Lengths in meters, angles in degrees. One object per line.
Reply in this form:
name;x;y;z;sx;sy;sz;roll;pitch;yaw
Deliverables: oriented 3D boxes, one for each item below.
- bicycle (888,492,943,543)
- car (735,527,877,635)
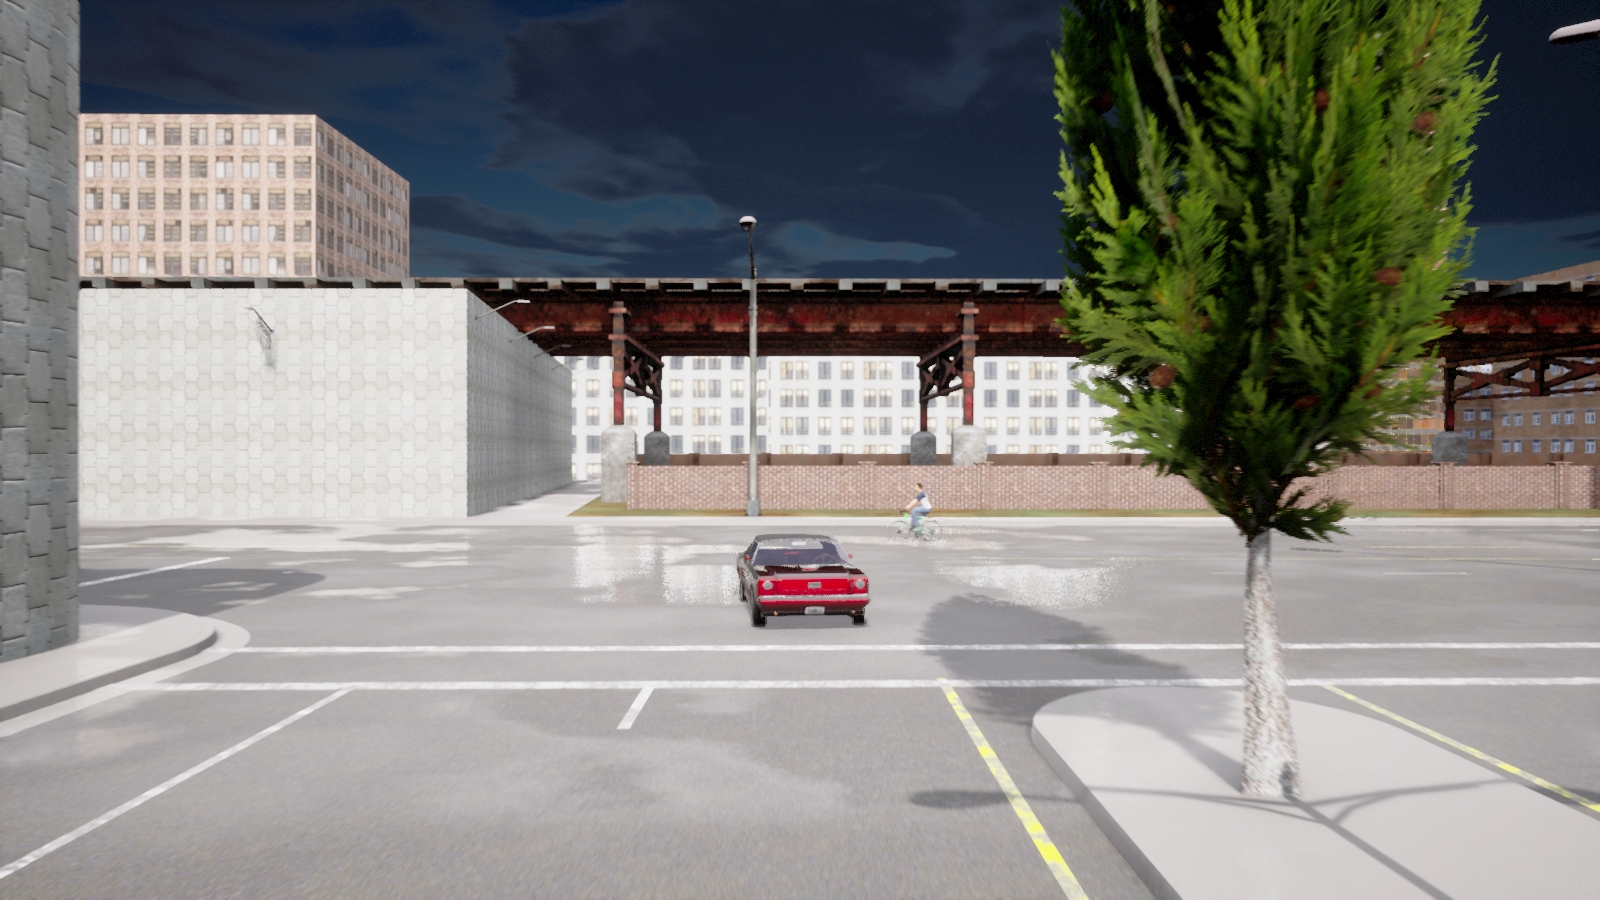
bicycle;3.505;2.043;34.685;1.643;1.521;0.373;0;0;1
car;-0.033;2.155;19.815;1.895;1.301;4.718;0;0;-7
